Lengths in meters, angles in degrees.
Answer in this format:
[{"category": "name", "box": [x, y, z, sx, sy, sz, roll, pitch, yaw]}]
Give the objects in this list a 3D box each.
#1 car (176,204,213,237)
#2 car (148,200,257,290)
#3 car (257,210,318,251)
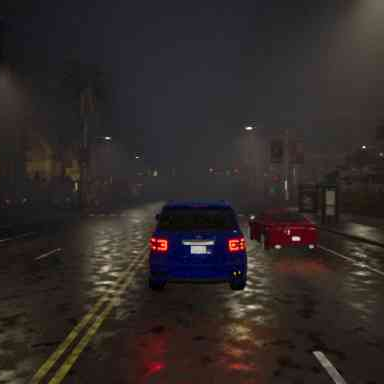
[{"category": "car", "box": [0.141, 1.505, 19.044, 1.837, 1.490, 4.892, 0, 0, 0]}, {"category": "car", "box": [0.119, 1.221, 9.182, 2.150, 2.045, 5.566, 0, 0, 0]}, {"category": "car", "box": [3.633, 1.477, 14.082, 1.882, 1.535, 5.008, 0, 0, 0]}]
